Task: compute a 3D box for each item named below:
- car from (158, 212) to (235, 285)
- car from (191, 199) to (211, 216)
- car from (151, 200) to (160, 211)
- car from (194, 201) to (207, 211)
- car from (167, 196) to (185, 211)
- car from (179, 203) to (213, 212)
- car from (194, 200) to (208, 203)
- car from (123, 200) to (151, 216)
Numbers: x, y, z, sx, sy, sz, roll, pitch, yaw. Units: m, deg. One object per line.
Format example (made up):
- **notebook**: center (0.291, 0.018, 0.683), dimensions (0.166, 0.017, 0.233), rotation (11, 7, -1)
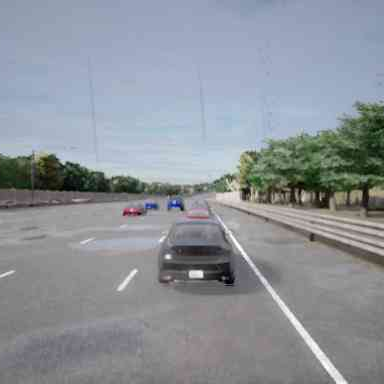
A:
- **car**: center (0.139, 1.535, 9.558), dimensions (1.837, 1.490, 4.892), rotation (0, 0, 1)
- **car**: center (1.015, 1.645, 37.101), dimensions (2.097, 1.767, 4.553), rotation (0, -1, 2)
- **car**: center (-5.742, 1.882, 47.708), dimensions (1.882, 1.535, 5.008), rotation (0, -1, 1)
- **car**: center (1.263, 1.971, 47.913), dimensions (1.812, 1.442, 4.674), rotation (0, -1, 2)
- **car**: center (-2.257, 1.632, 47.391), dimensions (2.150, 2.045, 5.566), rotation (0, -2, 2)
- **car**: center (0.401, 1.620, 19.567), dimensions (1.812, 1.442, 4.674), rotation (0, -1, 2)
- **car**: center (0.630, 1.676, 27.132), dimensions (1.837, 1.490, 4.892), rotation (0, -1, 2)
- **car**: center (-6.029, 1.813, 35.665), dimensions (1.994, 1.385, 4.181), rotation (0, -1, 2)
